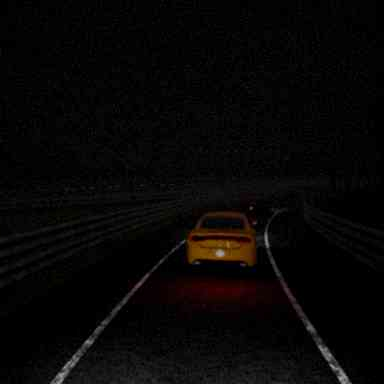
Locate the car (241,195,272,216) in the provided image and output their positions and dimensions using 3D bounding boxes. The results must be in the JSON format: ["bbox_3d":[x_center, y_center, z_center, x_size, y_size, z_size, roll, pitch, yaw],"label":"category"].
[{"bbox_3d":[5.237,0.966,26.848,1.882,1.535,5.008,1,2,20],"label":"car"}]

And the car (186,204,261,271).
[{"bbox_3d":[1.054,1.352,10.635,1.882,1.535,5.008,1,0,9],"label":"car"}]
